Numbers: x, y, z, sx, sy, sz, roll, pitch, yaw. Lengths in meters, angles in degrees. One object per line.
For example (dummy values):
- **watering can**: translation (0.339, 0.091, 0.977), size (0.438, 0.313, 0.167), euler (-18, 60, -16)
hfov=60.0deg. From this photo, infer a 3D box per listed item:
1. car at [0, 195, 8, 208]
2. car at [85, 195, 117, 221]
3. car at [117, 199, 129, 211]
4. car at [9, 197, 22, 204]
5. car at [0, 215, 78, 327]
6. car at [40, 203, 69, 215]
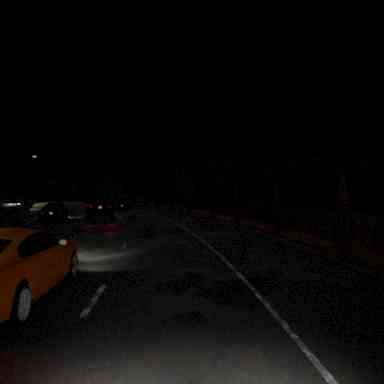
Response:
- **car**: translation (-22.785, 1.359, 37.819), size (2.150, 2.045, 5.566), euler (0, 0, -24)
- **car**: translation (-7.728, 1.262, 27.854), size (2.150, 2.045, 5.566), euler (0, 0, -16)
- **car**: translation (-9.206, 1.611, 41.886), size (1.994, 1.385, 4.181), euler (0, 0, -23)
- **car**: translation (-38.941, 1.864, 74.055), size (1.895, 1.301, 4.718), euler (0, 0, -24)
- **car**: translation (-3.885, 1.492, 7.010), size (1.882, 1.535, 5.008), euler (0, 0, -4)
- **car**: translation (-10.988, 1.605, 26.665), size (2.033, 1.411, 5.357), euler (0, 0, -16)
